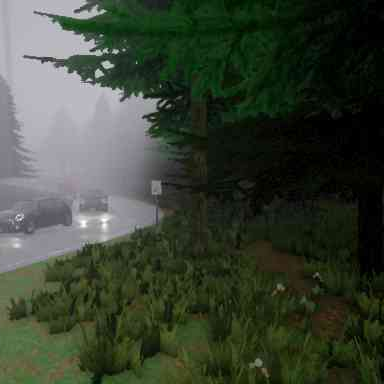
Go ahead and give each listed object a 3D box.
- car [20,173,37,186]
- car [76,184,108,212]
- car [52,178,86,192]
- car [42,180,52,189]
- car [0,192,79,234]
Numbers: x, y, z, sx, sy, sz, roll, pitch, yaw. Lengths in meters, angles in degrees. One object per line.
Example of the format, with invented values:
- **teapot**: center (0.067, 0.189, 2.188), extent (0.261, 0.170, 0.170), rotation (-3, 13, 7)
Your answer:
- **car**: center (-25.830, -2.127, 52.412), extent (2.150, 2.045, 5.566), rotation (0, 5, -30)
- **car**: center (-8.119, 0.589, 27.701), extent (2.097, 1.767, 4.553), rotation (0, 4, -14)
- **car**: center (-12.866, -0.410, 36.609), extent (5.566, 2.045, 2.150), rotation (7, 5, 44)
- **car**: center (-18.493, -0.951, 45.360), extent (4.892, 1.490, 1.837), rotation (6, 4, 38)
- **car**: center (-8.505, 1.138, 17.854), extent (2.097, 1.767, 4.553), rotation (0, 2, 15)
